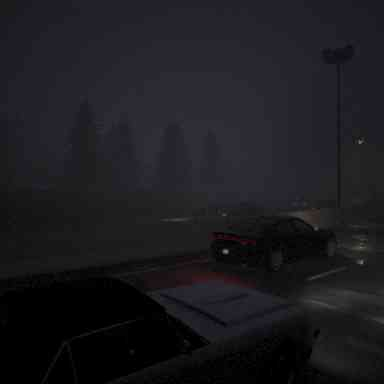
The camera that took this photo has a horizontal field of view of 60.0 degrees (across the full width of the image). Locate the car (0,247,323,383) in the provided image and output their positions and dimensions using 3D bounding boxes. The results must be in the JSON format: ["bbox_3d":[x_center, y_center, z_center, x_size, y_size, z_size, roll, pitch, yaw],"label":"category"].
[{"bbox_3d":[-0.756,1.607,3.367,4.718,1.301,1.895,0,0,-36],"label":"car"}]

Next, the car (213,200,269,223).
[{"bbox_3d":[4.050,1.497,26.886,2.128,1.511,4.902,0,0,42],"label":"car"}]

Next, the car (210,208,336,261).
[{"bbox_3d":[2.805,1.476,10.749,5.008,1.535,1.882,0,0,-40],"label":"car"}]
